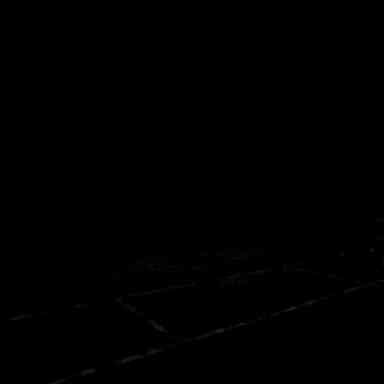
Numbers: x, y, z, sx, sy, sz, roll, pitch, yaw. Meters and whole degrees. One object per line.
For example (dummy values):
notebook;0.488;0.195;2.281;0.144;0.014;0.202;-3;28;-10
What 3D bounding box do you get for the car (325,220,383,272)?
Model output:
car;6.210;1.601;10.970;4.507;1.381;1.887;0;-1;-35
